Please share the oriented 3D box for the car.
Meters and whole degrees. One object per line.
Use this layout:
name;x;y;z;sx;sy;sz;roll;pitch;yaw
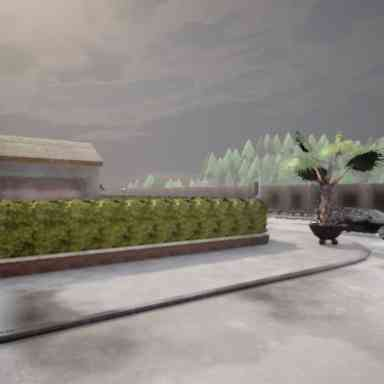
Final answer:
car;9.450;1.633;18.219;2.128;1.511;4.902;1;0;-35
